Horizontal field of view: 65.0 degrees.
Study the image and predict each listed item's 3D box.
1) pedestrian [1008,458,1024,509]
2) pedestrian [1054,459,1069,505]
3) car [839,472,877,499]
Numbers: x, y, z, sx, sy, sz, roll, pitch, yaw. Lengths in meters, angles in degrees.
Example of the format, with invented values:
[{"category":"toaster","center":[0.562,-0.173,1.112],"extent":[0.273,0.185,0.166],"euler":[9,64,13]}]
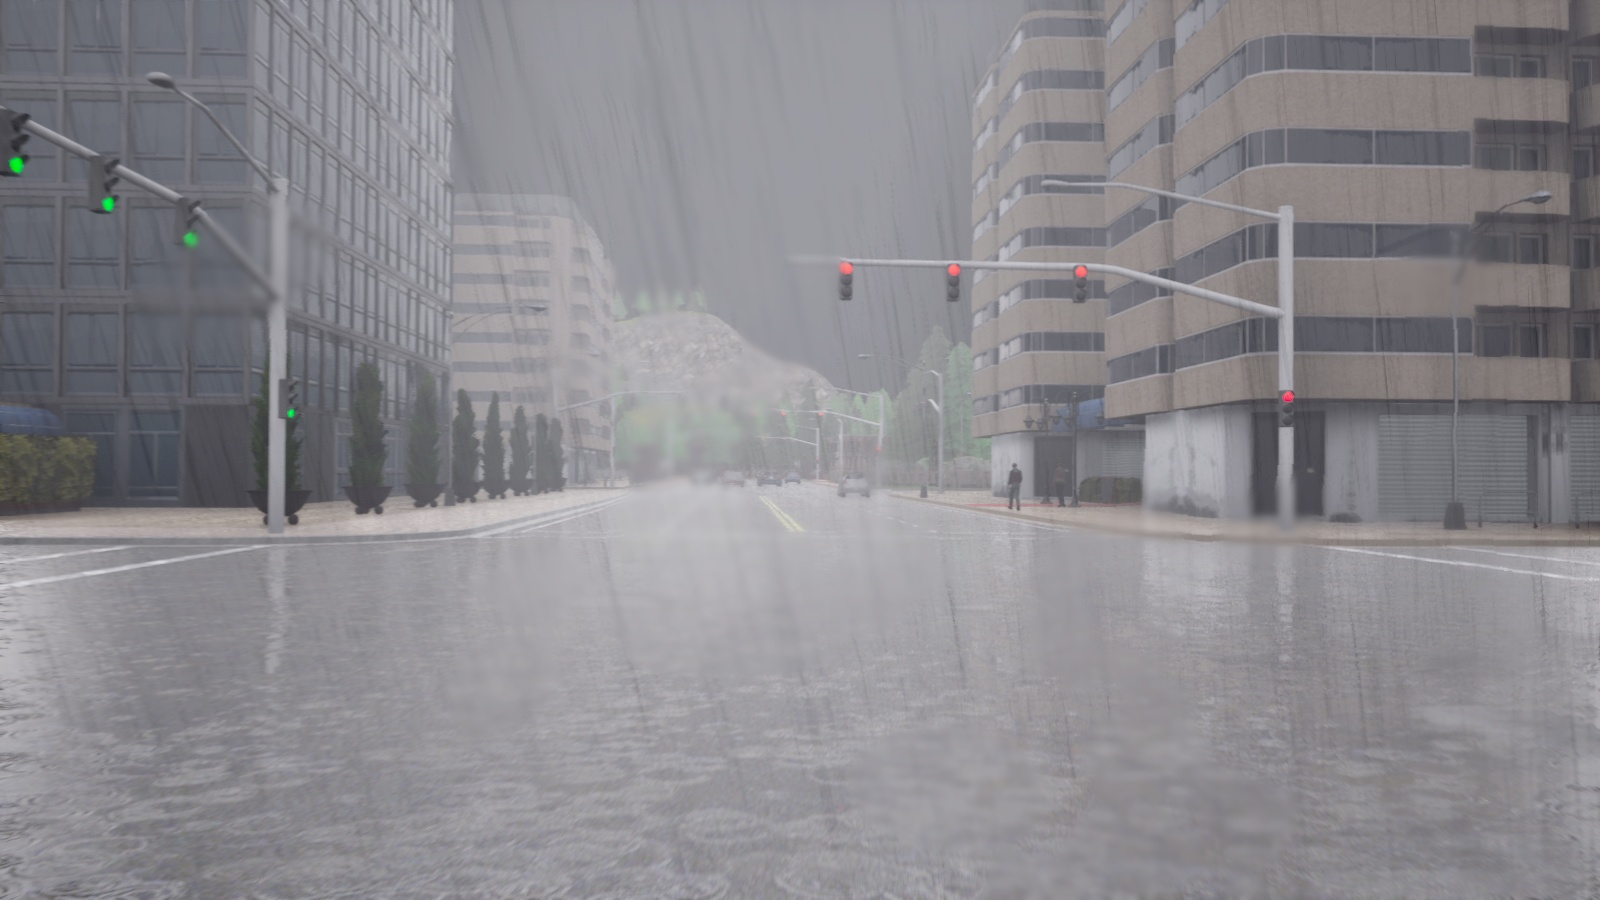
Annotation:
[{"category":"pedestrian","center":[7.938,1.221,46.209],"extent":[0.376,1.854,0.720],"euler":[0,-1,-8]},{"category":"pedestrian","center":[10.495,1.282,50.363],"extent":[0.331,1.846,0.634],"euler":[0,-1,-17]},{"category":"car","center":[3.327,2.038,72.857],"extent":[1.845,1.501,3.633],"euler":[0,-1,-3]}]
